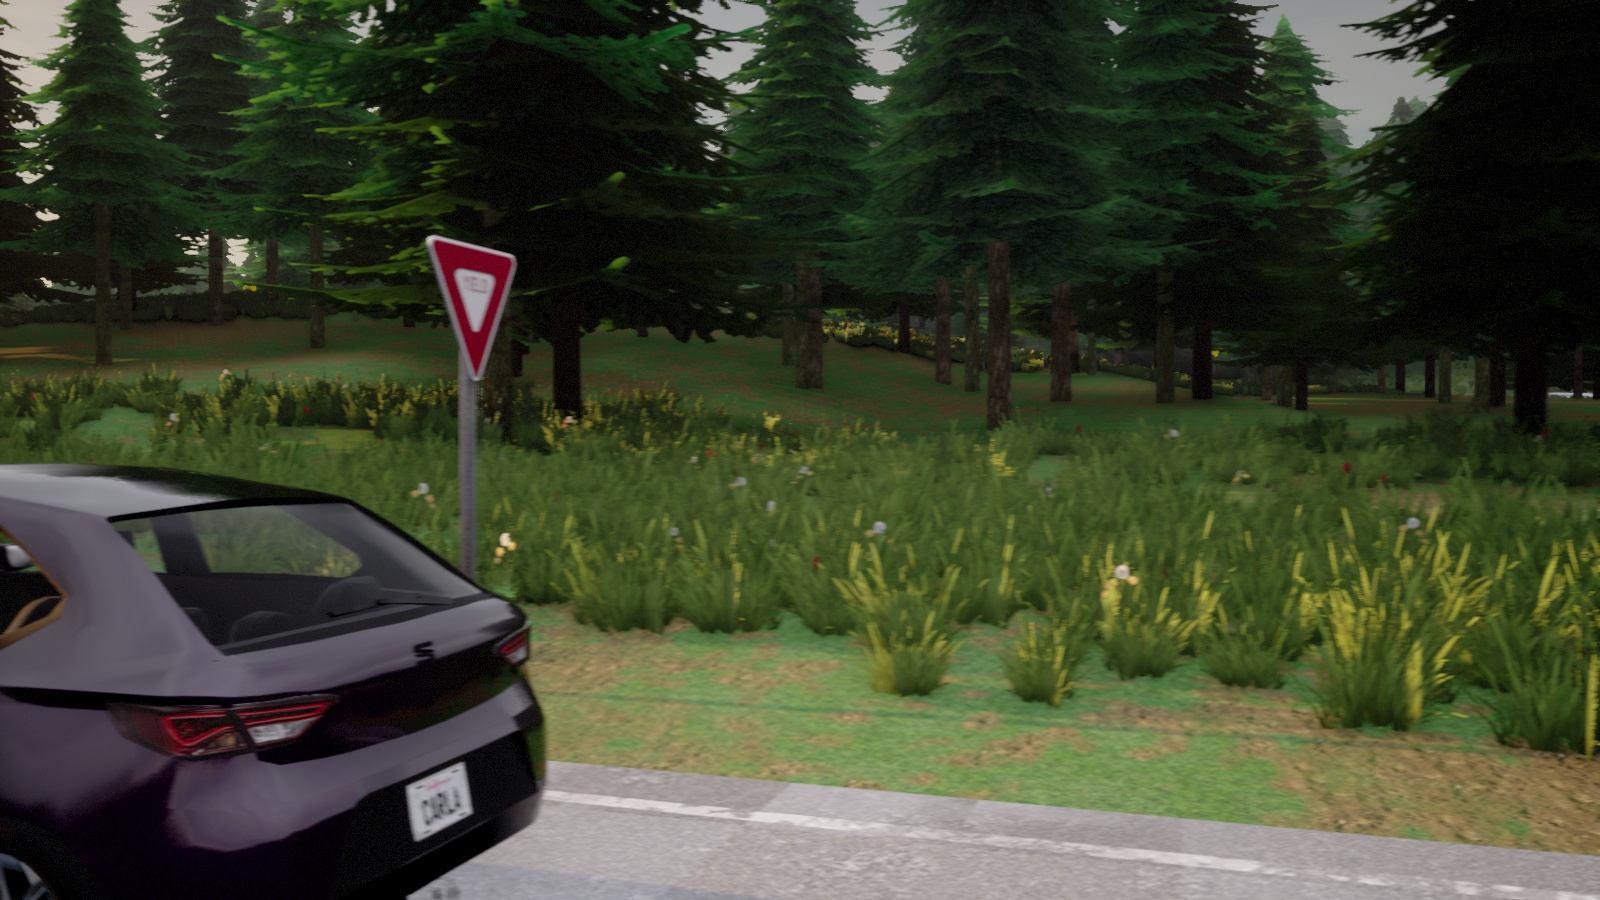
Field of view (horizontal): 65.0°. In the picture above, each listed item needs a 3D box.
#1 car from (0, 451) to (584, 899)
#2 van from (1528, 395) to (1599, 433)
[{"bbox_3d":[-3.037,0.761,4.214,4.193,1.474,1.816,1,1,19],"label":"car"},{"bbox_3d":[47.950,-2.202,77.753,4.480,2.038,2.069,5,2,20],"label":"van"}]
